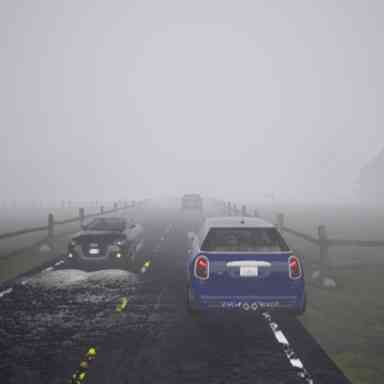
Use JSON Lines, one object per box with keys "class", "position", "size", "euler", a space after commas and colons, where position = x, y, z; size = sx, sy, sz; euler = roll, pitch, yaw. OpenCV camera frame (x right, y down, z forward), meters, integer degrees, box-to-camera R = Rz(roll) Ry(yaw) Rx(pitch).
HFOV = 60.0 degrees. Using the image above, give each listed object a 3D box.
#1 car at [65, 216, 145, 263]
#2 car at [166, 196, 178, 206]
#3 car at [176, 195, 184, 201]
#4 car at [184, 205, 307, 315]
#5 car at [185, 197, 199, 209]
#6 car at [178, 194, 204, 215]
{"class": "car", "position": [-2.871, 1.551, 11.764], "size": [1.994, 1.385, 4.181], "euler": [0, 0, 0]}
{"class": "car", "position": [-2.942, 1.493, 53.087], "size": [1.812, 1.442, 4.674], "euler": [0, 0, 0]}
{"class": "car", "position": [-2.905, 1.499, 80.554], "size": [1.812, 1.442, 4.674], "euler": [0, 0, 0]}
{"class": "car", "position": [0.947, 1.342, 7.682], "size": [2.097, 1.767, 4.553], "euler": [0, 0, 0]}
{"class": "car", "position": [-0.040, 1.495, 46.362], "size": [1.812, 1.442, 4.674], "euler": [0, 0, 0]}
{"class": "car", "position": [-0.007, 1.196, 33.098], "size": [2.150, 2.045, 5.566], "euler": [0, 0, 0]}
